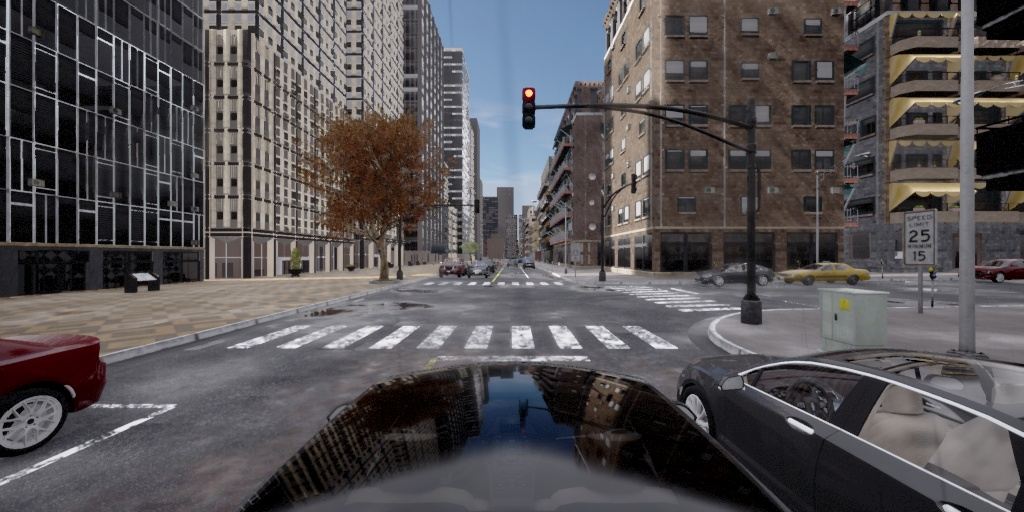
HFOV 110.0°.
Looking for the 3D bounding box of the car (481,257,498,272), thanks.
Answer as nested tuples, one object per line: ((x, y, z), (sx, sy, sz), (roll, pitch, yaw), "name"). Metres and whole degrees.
((-3.101, 1.123, 43.381), (2.097, 1.767, 4.553), (0, 0, 0), "car")

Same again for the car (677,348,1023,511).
((2.689, 1.300, 2.332), (2.007, 1.370, 4.403), (0, 0, 0), "car")

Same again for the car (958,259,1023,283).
((30.135, 0.859, 21.919), (4.507, 1.381, 1.888), (0, 0, -1), "car")

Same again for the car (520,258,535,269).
((2.686, 1.349, 56.810), (1.948, 1.339, 4.313), (0, 0, 0), "car")

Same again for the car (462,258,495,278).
((-3.103, 1.255, 34.209), (2.128, 1.511, 4.902), (0, 0, 0), "car")

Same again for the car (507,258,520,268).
((0.098, 1.284, 64.100), (2.128, 1.511, 4.902), (0, 0, 0), "car")

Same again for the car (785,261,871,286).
((18.831, 0.993, 21.804), (4.829, 1.417, 1.751), (0, 0, -1), "car")

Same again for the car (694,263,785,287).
((13.434, 1.095, 21.749), (4.403, 1.370, 2.007), (0, 0, -1), "car")

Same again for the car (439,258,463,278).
((-5.694, 1.079, 34.719), (2.192, 1.841, 5.009), (0, 0, 0), "car")

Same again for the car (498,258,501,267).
((-3.097, 1.381, 53.099), (1.895, 1.301, 4.718), (0, 0, 0), "car")

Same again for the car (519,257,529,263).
((2.685, 1.316, 62.503), (1.751, 1.417, 4.829), (0, 0, 0), "car")

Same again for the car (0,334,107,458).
((-5.691, 1.295, 2.331), (1.888, 1.381, 4.507), (0, 0, 0), "car")
